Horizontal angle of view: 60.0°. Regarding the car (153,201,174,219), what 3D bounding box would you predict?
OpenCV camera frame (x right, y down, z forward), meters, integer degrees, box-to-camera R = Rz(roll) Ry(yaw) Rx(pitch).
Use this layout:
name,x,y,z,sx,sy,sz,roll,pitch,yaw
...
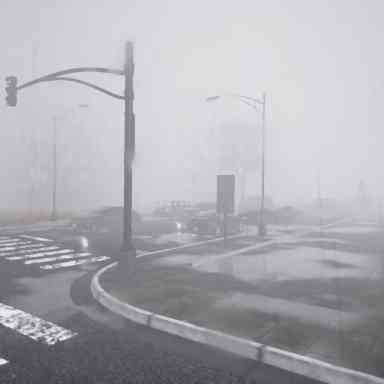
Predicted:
name,x,y,z,sx,sy,sz,roll,pitch,yaw
car,-1.614,1.485,29.452,1.967,1.590,4.097,1,0,36

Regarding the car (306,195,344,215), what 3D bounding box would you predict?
name,x,y,z,sx,sy,sz,roll,pitch,yaw
car,15.176,1.571,37.781,2.192,1.841,5.009,1,0,36

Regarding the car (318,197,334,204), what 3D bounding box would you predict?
name,x,y,z,sx,sy,sz,roll,pitch,yaw
car,28.081,1.853,69.626,1.947,1.339,4.313,1,0,36

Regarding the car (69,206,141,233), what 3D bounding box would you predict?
name,x,y,z,sx,sy,sz,roll,pitch,yaw
car,-5.087,1.568,20.136,1.812,1.442,4.674,1,0,36

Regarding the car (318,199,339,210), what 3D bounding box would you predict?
name,x,y,z,sx,sy,sz,roll,pitch,yaw
car,20.252,1.838,49.199,1.994,1.385,4.181,1,0,36

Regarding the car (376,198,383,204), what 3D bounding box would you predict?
name,x,y,z,sx,sy,sz,roll,pitch,yaw
car,44.697,2.049,78.081,2.008,1.369,4.403,1,0,36

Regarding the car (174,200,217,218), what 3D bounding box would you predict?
name,x,y,z,sx,sy,sz,roll,pitch,yaw
car,0.917,1.594,28.299,1.837,1.490,4.892,1,0,36

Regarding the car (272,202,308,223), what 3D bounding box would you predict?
name,x,y,z,sx,sy,sz,roll,pitch,yaw
car,7.962,1.781,27.898,1.802,1.307,4.206,1,0,36

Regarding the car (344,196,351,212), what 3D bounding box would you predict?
name,x,y,z,sx,sy,sz,roll,pitch,yaw
car,18.436,1.723,42.273,1.967,1.590,4.097,1,0,36

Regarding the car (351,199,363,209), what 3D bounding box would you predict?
name,x,y,z,sx,sy,sz,roll,pitch,yaw
car,24.970,1.775,51.247,1.967,1.590,4.097,1,0,36

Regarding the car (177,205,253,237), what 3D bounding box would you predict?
name,x,y,z,sx,sy,sz,roll,pitch,yaw
car,1.469,1.698,19.066,2.008,1.369,4.403,1,0,36

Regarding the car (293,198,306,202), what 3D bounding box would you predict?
name,x,y,z,sx,sy,sz,roll,pitch,yaw
car,18.116,1.730,56.072,1.752,1.417,4.829,1,0,36

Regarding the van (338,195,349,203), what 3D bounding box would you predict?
name,x,y,z,sx,sy,sz,roll,pitch,yaw
van,37.947,1.710,83.043,1.690,1.788,3.998,1,0,36

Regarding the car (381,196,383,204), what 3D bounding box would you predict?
name,x,y,z,sx,sy,sz,roll,pitch,yaw
car,41.412,1.786,73.608,2.192,1.841,5.009,1,0,36

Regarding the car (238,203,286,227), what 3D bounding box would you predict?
name,x,y,z,sx,sy,sz,roll,pitch,yaw
car,4.716,1.739,23.482,1.947,1.339,4.313,1,0,36

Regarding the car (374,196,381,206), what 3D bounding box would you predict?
name,x,y,z,sx,sy,sz,roll,pitch,yaw
car,34.934,1.942,64.800,1.752,1.417,4.829,1,0,36

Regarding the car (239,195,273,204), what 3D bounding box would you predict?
name,x,y,z,sx,sy,sz,roll,pitch,yaw
car,7.160,1.361,36.771,2.150,2.045,5.566,1,0,36
